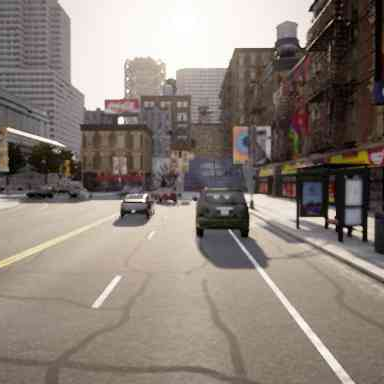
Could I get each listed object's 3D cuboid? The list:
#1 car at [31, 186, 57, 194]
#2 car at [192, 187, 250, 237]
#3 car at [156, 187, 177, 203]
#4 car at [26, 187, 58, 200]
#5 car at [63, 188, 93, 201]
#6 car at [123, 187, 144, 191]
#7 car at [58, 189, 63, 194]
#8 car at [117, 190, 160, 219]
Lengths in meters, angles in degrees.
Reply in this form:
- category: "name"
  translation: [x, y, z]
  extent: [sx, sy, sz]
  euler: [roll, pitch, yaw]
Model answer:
- category: "car"
  translation: [-29.221, -0.347, 65.687]
  extent: [4.674, 1.452, 2.002]
  euler: [1, 2, 20]
- category: "car"
  translation: [1.234, 0.785, 15.177]
  extent: [2.150, 2.045, 5.566]
  euler: [0, 2, 0]
- category: "car"
  translation: [-3.400, 0.264, 38.150]
  extent: [2.097, 1.767, 4.553]
  euler: [-1, 2, -24]
- category: "car"
  translation: [-20.210, 0.342, 44.249]
  extent: [4.718, 1.301, 1.895]
  euler: [1, 2, 43]
- category: "car"
  translation: [-14.340, 0.276, 42.724]
  extent: [2.128, 1.511, 4.902]
  euler: [-1, 2, -39]
- category: "car"
  translation: [-8.927, 0.185, 47.839]
  extent: [2.033, 1.411, 5.357]
  euler: [-1, 2, -39]
- category: "car"
  translation: [-23.918, -0.211, 63.517]
  extent: [4.718, 1.301, 1.895]
  euler: [1, 2, 30]
- category: "car"
  translation: [-3.525, 0.863, 21.975]
  extent: [2.128, 1.511, 4.902]
  euler: [0, 2, -2]
